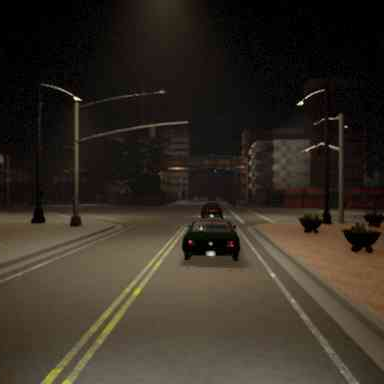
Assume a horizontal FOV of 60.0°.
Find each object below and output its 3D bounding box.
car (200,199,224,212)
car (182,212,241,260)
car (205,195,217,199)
[{"bbox_3d":[1.742,1.667,29.244,1.837,1.490,4.892,0,0,4],"label":"car"},{"bbox_3d":[0.744,1.660,12.680,1.895,1.301,4.718,0,0,4],"label":"car"},{"bbox_3d":[4.924,1.740,83.852,2.033,1.411,5.357,0,0,3],"label":"car"}]
